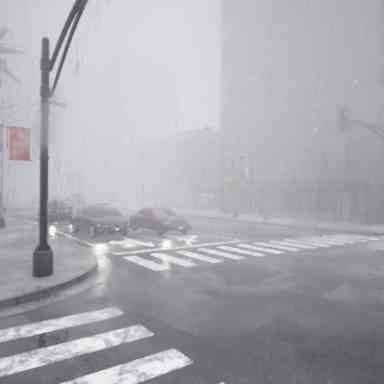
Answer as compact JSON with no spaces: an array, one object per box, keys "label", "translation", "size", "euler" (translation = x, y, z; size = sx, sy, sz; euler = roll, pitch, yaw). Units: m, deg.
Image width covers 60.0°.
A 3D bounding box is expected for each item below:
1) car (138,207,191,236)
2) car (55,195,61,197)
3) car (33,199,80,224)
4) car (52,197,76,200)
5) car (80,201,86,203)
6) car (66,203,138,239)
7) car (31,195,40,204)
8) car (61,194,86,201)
[{"label":"car","translation":[-1.989,1.614,19.405],"size":[1.812,1.442,4.674],"euler":[1,0,-37]},{"label":"car","translation":[-25.197,1.431,62.878],"size":[2.097,1.767,4.553],"euler":[1,0,-32]},{"label":"car","translation":[-10.527,1.541,25.653],"size":[1.837,1.490,4.892],"euler":[1,0,-36]},{"label":"car","translation":[-15.017,1.578,37.458],"size":[1.812,1.442,4.674],"euler":[1,0,-36]},{"label":"car","translation":[-7.121,1.638,26.489],"size":[1.994,1.385,4.181],"euler":[1,0,-36]},{"label":"car","translation":[-5.027,1.556,18.033],"size":[1.837,1.490,4.892],"euler":[1,0,-36]},{"label":"car","translation":[-28.777,1.393,62.388],"size":[2.097,1.767,4.553],"euler":[1,0,-36]},{"label":"car","translation":[-19.145,1.319,54.592],"size":[2.150,2.045,5.566],"euler":[1,0,-36]}]
